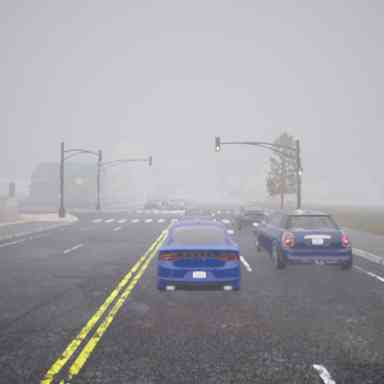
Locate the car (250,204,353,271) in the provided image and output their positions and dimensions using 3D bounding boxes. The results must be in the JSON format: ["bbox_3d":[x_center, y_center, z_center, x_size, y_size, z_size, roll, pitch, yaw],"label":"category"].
[{"bbox_3d":[3.446,1.370,11.162,2.097,1.767,4.553,0,0,1],"label":"car"}]

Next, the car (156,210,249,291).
[{"bbox_3d":[0.168,1.493,9.093,1.882,1.535,5.008,0,0,1],"label":"car"}]

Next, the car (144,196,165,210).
[{"bbox_3d":[-5.385,1.625,46.205,1.837,1.490,4.892,0,0,3],"label":"car"}]

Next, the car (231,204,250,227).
[{"bbox_3d":[3.632,1.546,21.156,1.837,1.490,4.892,0,0,1],"label":"car"}]

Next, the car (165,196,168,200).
[{"bbox_3d":[-4.819,1.506,56.046,2.097,1.767,4.553,0,0,3],"label":"car"}]

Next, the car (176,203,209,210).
[{"bbox_3d":[0.330,1.584,19.209,2.033,1.411,5.357,0,0,1],"label":"car"}]

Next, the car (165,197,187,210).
[{"bbox_3d":[-2.129,1.718,46.307,1.895,1.301,4.718,0,0,3],"label":"car"}]

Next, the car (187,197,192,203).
[{"bbox_3d":[-1.581,1.713,55.762,1.994,1.385,4.181,0,0,4],"label":"car"}]

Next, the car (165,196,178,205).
[{"bbox_3d":[-4.071,1.674,66.438,1.882,1.535,5.008,0,0,5],"label":"car"}]
